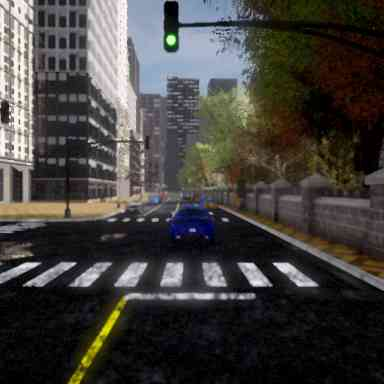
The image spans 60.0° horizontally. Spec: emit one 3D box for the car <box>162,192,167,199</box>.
[{"bbox_3d":[-6.878,1.301,71.882,1.887,1.381,4.507,0,0,-2],"label":"car"}]

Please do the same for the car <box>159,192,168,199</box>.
[{"bbox_3d":[-7.591,1.005,88.511,2.192,1.841,5.009,0,0,-3],"label":"car"}]

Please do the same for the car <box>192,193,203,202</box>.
[{"bbox_3d":[1.140,1.069,72.214,2.192,1.841,5.009,0,0,-2],"label":"car"}]

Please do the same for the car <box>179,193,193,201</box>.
[{"bbox_3d":[-1.108,1.279,63.451,2.128,1.511,4.902,0,0,-2],"label":"car"}]

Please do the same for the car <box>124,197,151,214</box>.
[{"bbox_3d":[-5.633,1.447,33.075,2.008,1.369,4.403,0,0,-1],"label":"car"}]

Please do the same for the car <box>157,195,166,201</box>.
[{"bbox_3d":[-7.101,1.316,77.428,1.802,1.307,4.206,0,0,-2],"label":"car"}]

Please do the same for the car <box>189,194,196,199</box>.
[{"bbox_3d":[0.149,1.189,94.554,1.752,1.417,4.829,0,0,-3],"label":"car"}]

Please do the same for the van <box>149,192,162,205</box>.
[{"bbox_3d":[-6.312,1.160,55.249,1.690,1.788,3.998,0,0,-2],"label":"van"}]

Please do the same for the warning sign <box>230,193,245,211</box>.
[{"bbox_3d":[4.615,1.007,33.872,1.300,1.860,1.060,0,0,-1],"label":"warning sign"}]

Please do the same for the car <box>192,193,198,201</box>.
[{"bbox_3d":[1.529,1.321,61.294,1.752,1.417,4.829,0,0,-2],"label":"car"}]

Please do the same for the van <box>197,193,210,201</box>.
[{"bbox_3d":[2.006,1.197,44.498,1.690,1.788,3.998,0,0,-1],"label":"van"}]

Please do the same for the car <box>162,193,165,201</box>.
[{"bbox_3d":[-6.484,1.343,60.793,1.887,1.381,4.507,0,0,-2],"label":"car"}]

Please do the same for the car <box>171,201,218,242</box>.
[{"bbox_3d":[0.011,1.420,16.142,1.882,1.535,5.008,0,0,0],"label":"car"}]

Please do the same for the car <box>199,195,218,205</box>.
[{"bbox_3d":[2.129,1.400,39.125,1.752,1.417,4.829,0,0,-1],"label":"car"}]

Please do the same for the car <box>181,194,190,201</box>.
[{"bbox_3d":[-1.493,1.175,73.904,1.895,1.301,4.718,0,0,-2],"label":"car"}]
